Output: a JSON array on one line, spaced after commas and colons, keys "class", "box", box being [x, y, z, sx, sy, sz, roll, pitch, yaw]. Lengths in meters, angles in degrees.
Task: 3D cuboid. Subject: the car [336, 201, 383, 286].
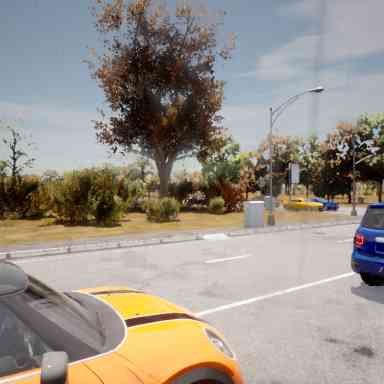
[{"class": "car", "box": [6.170, 1.221, 8.152, 5.566, 2.045, 2.150, 0, 0, -35]}]

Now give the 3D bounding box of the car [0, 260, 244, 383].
[{"class": "car", "box": [-1.735, 1.352, 2.508, 4.553, 1.767, 2.097, 0, 0, -35]}]

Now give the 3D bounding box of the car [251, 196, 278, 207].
[{"class": "car", "box": [10.740, 1.343, 48.770, 2.097, 1.767, 4.553, 0, 0, -33]}]

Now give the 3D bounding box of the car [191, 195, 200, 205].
[{"class": "car", "box": [2.288, 1.559, 55.403, 1.895, 1.301, 4.718, 0, 0, -33]}]

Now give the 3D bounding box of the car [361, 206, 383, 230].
[{"class": "car", "box": [13.070, 1.601, 21.505, 4.718, 1.301, 1.895, 0, 0, -36]}]

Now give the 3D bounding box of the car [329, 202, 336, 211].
[{"class": "car", "box": [15.624, 1.477, 41.075, 1.882, 1.535, 5.008, 0, 0, -32]}]

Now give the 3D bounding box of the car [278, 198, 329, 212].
[{"class": "car", "box": [12.931, 1.478, 38.791, 1.882, 1.535, 5.008, 0, 0, -32]}]
